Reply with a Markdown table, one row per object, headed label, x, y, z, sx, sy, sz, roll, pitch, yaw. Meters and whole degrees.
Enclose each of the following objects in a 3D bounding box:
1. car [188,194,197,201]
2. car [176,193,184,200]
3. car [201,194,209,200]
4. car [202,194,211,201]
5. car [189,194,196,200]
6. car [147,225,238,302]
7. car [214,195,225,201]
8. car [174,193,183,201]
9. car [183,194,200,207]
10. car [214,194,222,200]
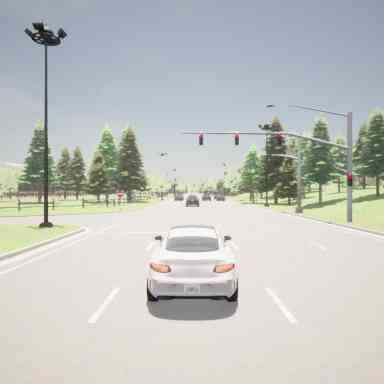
| label | x | y | z | sx | sy | sz | roll | pitch | yaw |
| --- | --- | --- | --- | --- | --- | --- | --- | --- | --- |
| car | 0.153 | 1.348 | 83.046 | 2.097 | 1.767 | 4.553 | 0 | 0 | 0 |
| car | -3.329 | 1.187 | 93.056 | 2.097 | 1.767 | 4.553 | 0 | 0 | 0 |
| car | 3.671 | 1.372 | 93.073 | 2.033 | 1.411 | 5.357 | 0 | 0 | 0 |
| car | 3.653 | 1.348 | 83.040 | 2.097 | 1.767 | 4.553 | 0 | 0 | 0 |
| car | 0.171 | 1.332 | 93.079 | 1.837 | 1.490 | 4.892 | 0 | 0 | 0 |
| car | 0.021 | 1.526 | 8.143 | 1.812 | 1.442 | 4.674 | 0 | 0 | 0 |
| car | 7.152 | 1.517 | 82.647 | 2.128 | 1.511 | 4.902 | 0 | 0 | 0 |
| car | -3.347 | 1.544 | 83.049 | 1.994 | 1.385 | 4.181 | 0 | 0 | 0 |
| car | 0.096 | 1.352 | 52.017 | 2.097 | 1.767 | 4.553 | 0 | 0 | 0 |
| car | 7.171 | 1.385 | 93.067 | 1.994 | 1.385 | 4.181 | 0 | 0 | 0 |
